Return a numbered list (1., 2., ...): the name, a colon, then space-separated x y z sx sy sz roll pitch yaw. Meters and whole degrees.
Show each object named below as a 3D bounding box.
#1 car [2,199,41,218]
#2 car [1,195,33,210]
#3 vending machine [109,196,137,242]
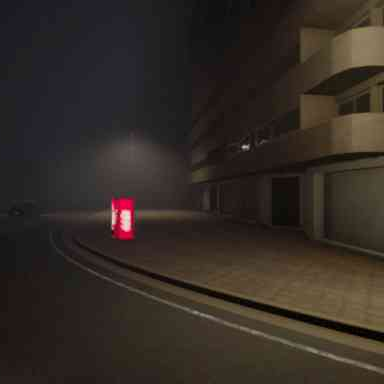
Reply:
1. car: -15.461 1.626 30.838 1.812 1.442 4.674 0 0 -9
2. car: -20.451 1.351 39.339 2.150 2.045 5.566 0 -1 -8
3. vending machine: -3.341 1.270 16.022 1.100 2.100 0.880 0 0 -27
